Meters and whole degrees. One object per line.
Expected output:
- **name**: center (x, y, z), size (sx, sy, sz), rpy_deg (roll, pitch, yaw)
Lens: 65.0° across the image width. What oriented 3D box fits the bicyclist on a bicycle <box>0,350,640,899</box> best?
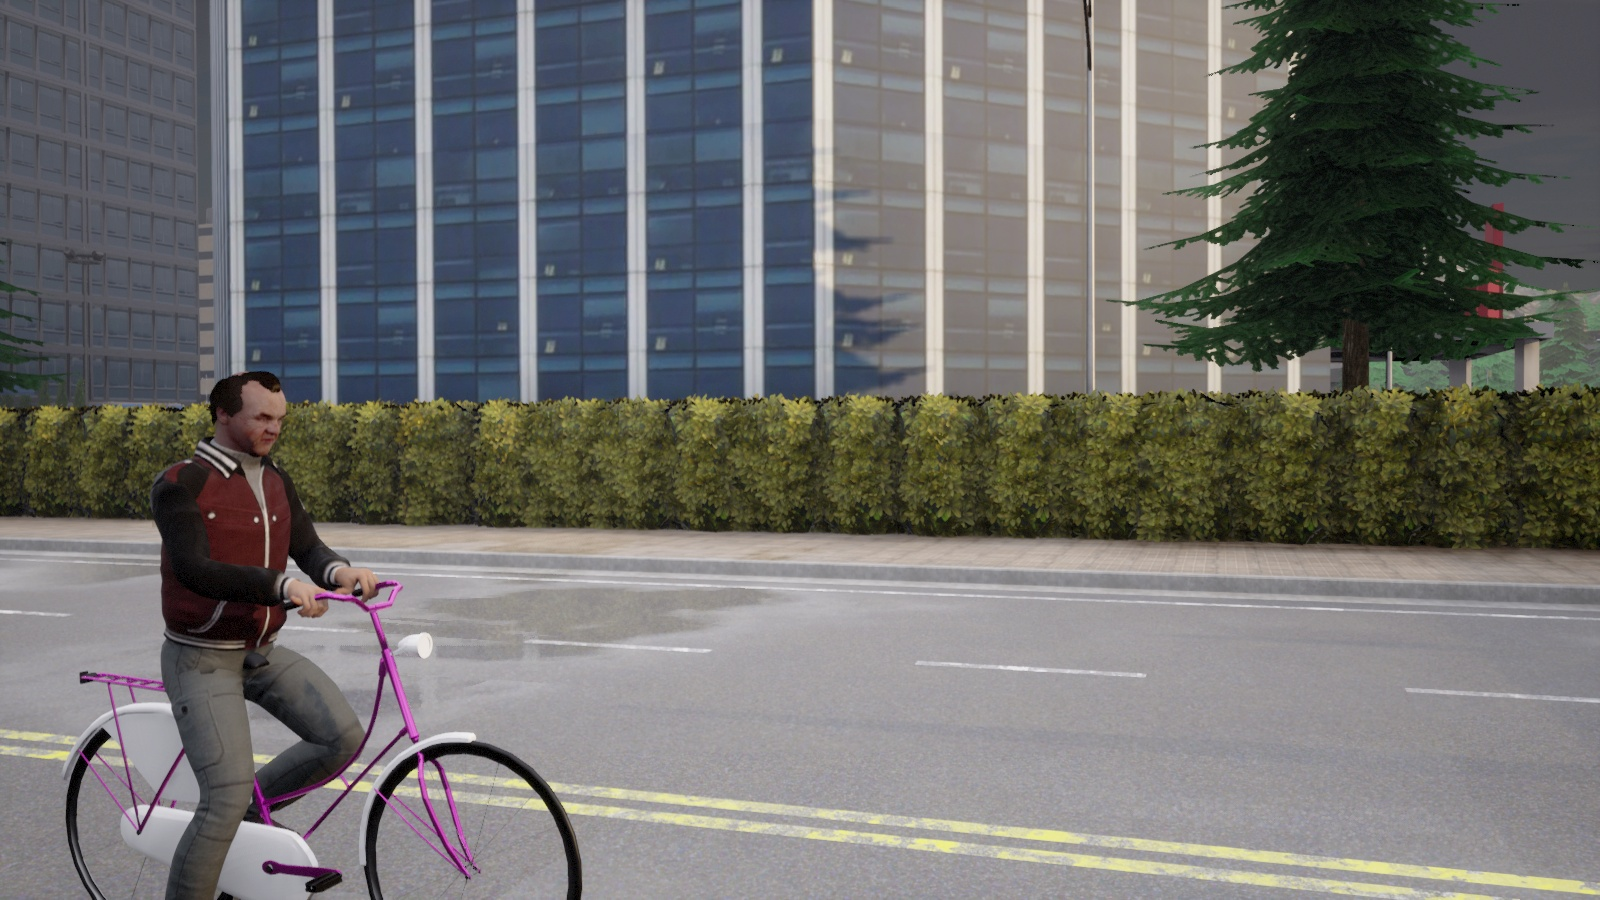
- **bicyclist on a bicycle**: center (-1.452, 0.635, 3.680), size (1.843, 1.776, 0.659), rpy_deg (0, 1, 19)
